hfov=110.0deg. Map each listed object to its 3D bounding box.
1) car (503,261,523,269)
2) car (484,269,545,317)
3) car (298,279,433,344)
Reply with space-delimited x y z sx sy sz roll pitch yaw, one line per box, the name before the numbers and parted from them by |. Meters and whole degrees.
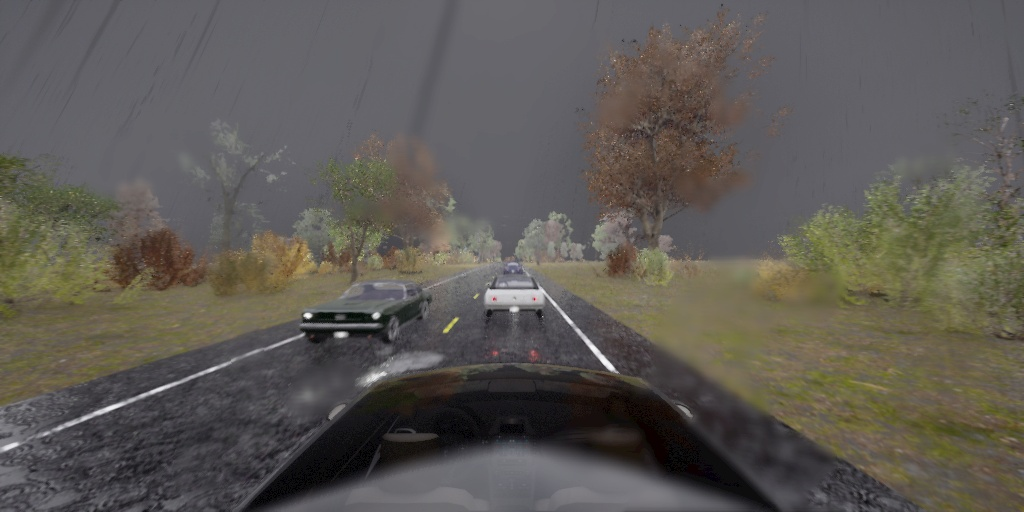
car | 0.101 1.254 36.155 1.812 1.442 4.674 0 0 0
car | 0.084 1.332 13.104 1.895 1.301 4.718 0 0 0
car | -3.568 1.337 9.696 1.895 1.301 4.718 0 0 0
